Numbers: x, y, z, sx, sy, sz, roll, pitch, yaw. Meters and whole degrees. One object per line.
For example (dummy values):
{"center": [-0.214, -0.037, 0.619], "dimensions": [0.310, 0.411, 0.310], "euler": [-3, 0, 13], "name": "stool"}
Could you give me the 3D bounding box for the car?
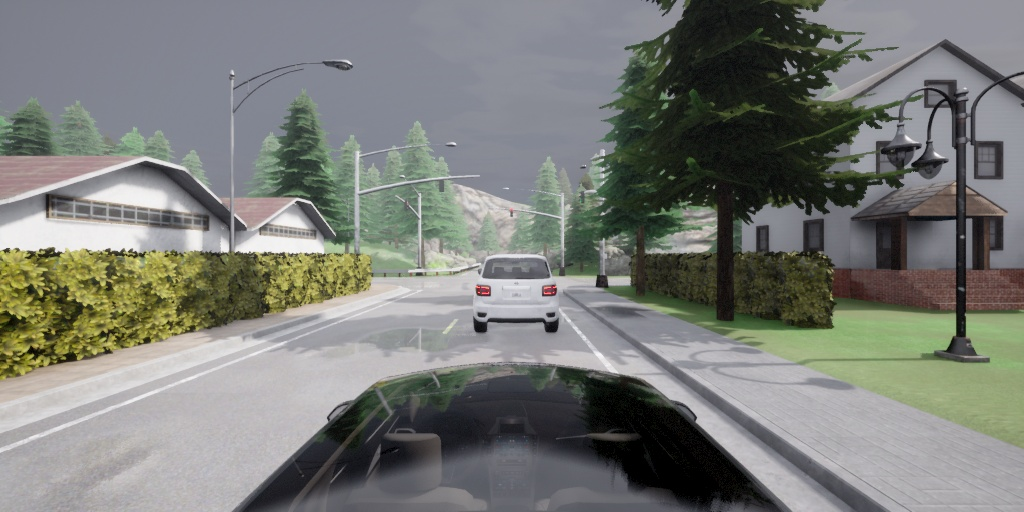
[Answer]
{"center": [0.106, 0.971, 10.912], "dimensions": [2.150, 2.045, 5.566], "euler": [0, 0, 0], "name": "car"}
